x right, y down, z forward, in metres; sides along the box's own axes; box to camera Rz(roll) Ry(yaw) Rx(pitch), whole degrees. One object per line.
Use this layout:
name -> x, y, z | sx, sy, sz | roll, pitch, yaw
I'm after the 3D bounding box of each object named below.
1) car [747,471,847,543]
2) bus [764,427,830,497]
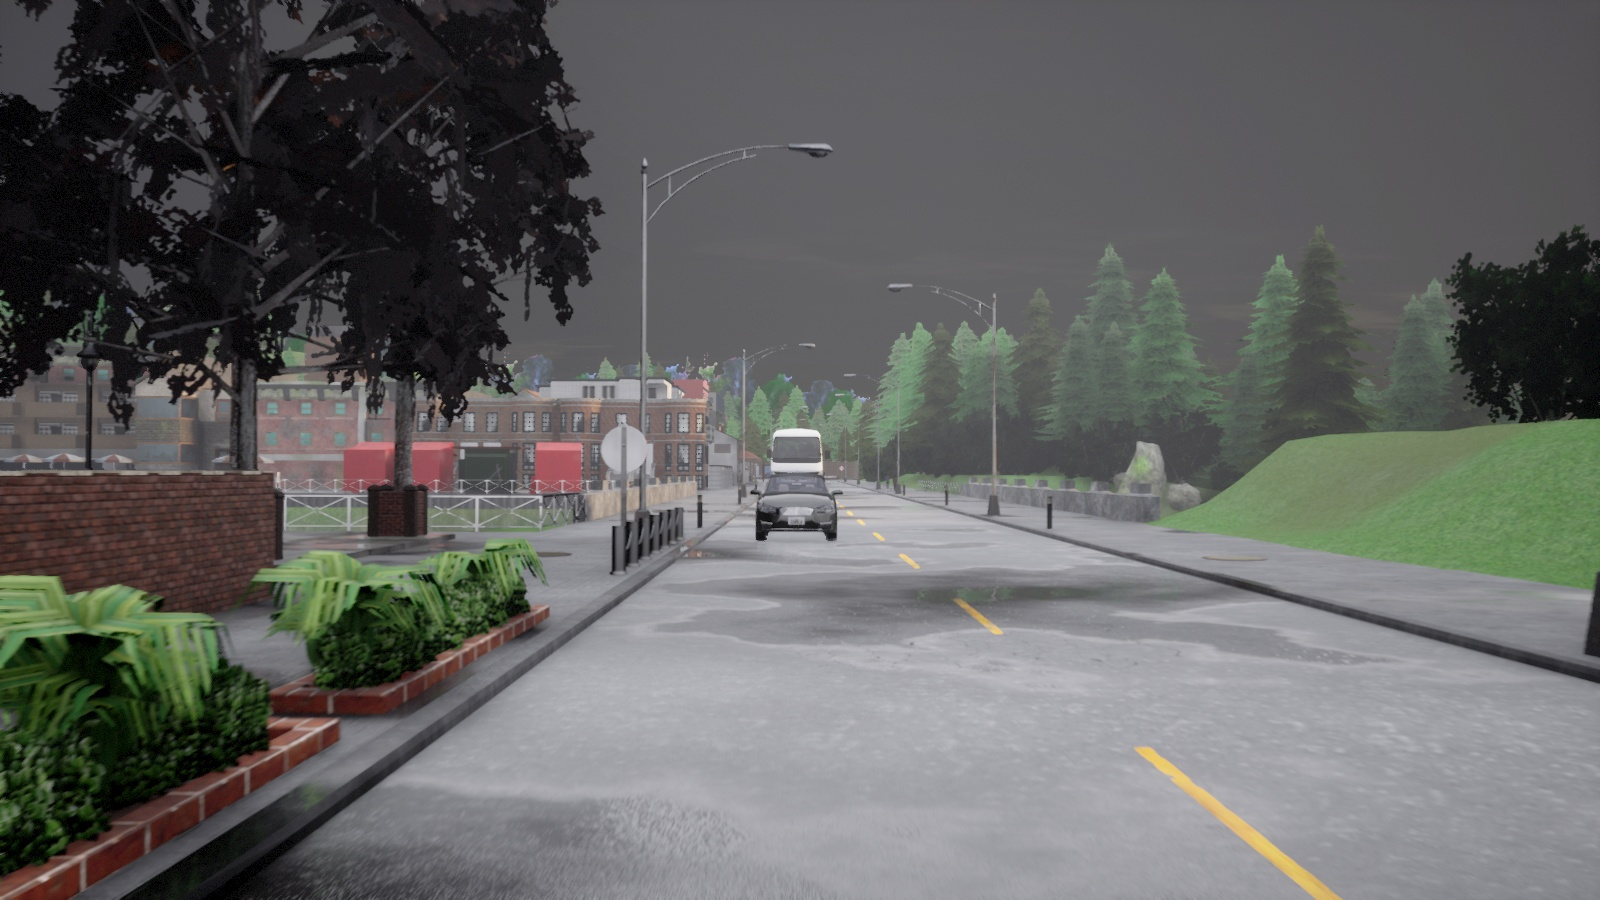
car -> -0.071, 1.262, 29.335 | 2.128, 1.511, 4.902 | 0, -1, 0
bus -> -0.202, 0.799, 81.283 | 3.944, 4.253, 10.273 | 0, -1, 0
